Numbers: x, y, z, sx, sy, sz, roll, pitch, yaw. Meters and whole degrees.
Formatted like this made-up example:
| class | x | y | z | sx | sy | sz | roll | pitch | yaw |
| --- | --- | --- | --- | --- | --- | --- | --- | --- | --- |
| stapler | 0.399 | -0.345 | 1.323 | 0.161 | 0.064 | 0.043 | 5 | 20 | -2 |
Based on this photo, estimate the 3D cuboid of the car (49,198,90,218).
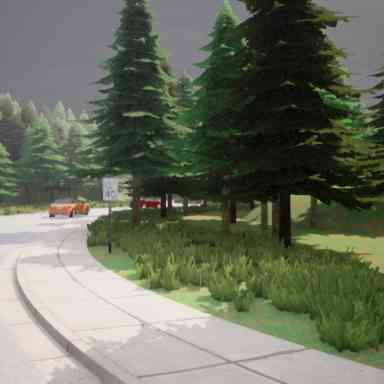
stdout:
| class | x | y | z | sx | sy | sz | roll | pitch | yaw |
| --- | --- | --- | --- | --- | --- | --- | --- | --- | --- |
| car | -11.044 | 1.351 | 30.373 | 2.097 | 1.767 | 4.553 | 0 | 0 | 5 |

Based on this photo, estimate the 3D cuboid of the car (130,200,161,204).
| class | x | y | z | sx | sy | sz | roll | pitch | yaw |
| --- | --- | --- | --- | --- | --- | --- | --- | --- | --- |
| car | -5.991 | 1.474 | 43.587 | 1.882 | 1.535 | 5.008 | 0 | 0 | 33 |
